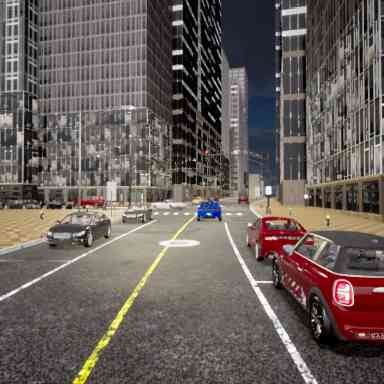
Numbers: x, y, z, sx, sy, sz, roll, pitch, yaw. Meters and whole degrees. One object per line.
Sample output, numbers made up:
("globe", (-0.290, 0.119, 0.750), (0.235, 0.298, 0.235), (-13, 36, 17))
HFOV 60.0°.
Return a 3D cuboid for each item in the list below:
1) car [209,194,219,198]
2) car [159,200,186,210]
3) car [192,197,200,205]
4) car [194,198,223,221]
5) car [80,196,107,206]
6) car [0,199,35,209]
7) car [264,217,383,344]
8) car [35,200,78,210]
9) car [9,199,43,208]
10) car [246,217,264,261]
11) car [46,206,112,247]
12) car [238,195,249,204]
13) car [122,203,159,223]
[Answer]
("car", (5.157, 1.491, 78.798), (2.192, 1.841, 5.009), (1, 0, 14))
("car", (-3.117, 1.673, 42.792), (4.718, 1.301, 1.895), (-1, -1, 39))
("car", (1.162, 1.640, 62.559), (1.752, 1.417, 4.829), (1, 0, 12))
("car", (1.480, 1.494, 27.165), (1.882, 1.535, 5.008), (0, 0, 5))
("car", (-15.147, 1.535, 49.631), (5.009, 1.841, 2.192), (0, -1, 13))
("car", (-22.399, 1.653, 43.249), (4.403, 1.369, 2.008), (0, -1, 13))
("car", (2.815, 1.441, 6.358), (1.967, 1.590, 4.097), (1, 0, 2))
("car", (-16.958, 1.637, 41.959), (4.313, 1.339, 1.947), (0, -1, 13))
("car", (-26.033, 1.833, 52.209), (4.403, 1.369, 2.008), (0, -1, 13))
("car", (3.007, 1.547, 11.998), (1.887, 1.381, 4.507), (1, 0, 3))
("car", (-4.880, 1.561, 14.906), (2.008, 1.369, 4.403), (1, 0, 3))
("car", (10.079, 1.410, 65.113), (2.192, 1.841, 5.009), (1, 0, 13))
("car", (-4.129, 1.573, 25.696), (2.008, 1.369, 4.403), (1, 0, 5))
